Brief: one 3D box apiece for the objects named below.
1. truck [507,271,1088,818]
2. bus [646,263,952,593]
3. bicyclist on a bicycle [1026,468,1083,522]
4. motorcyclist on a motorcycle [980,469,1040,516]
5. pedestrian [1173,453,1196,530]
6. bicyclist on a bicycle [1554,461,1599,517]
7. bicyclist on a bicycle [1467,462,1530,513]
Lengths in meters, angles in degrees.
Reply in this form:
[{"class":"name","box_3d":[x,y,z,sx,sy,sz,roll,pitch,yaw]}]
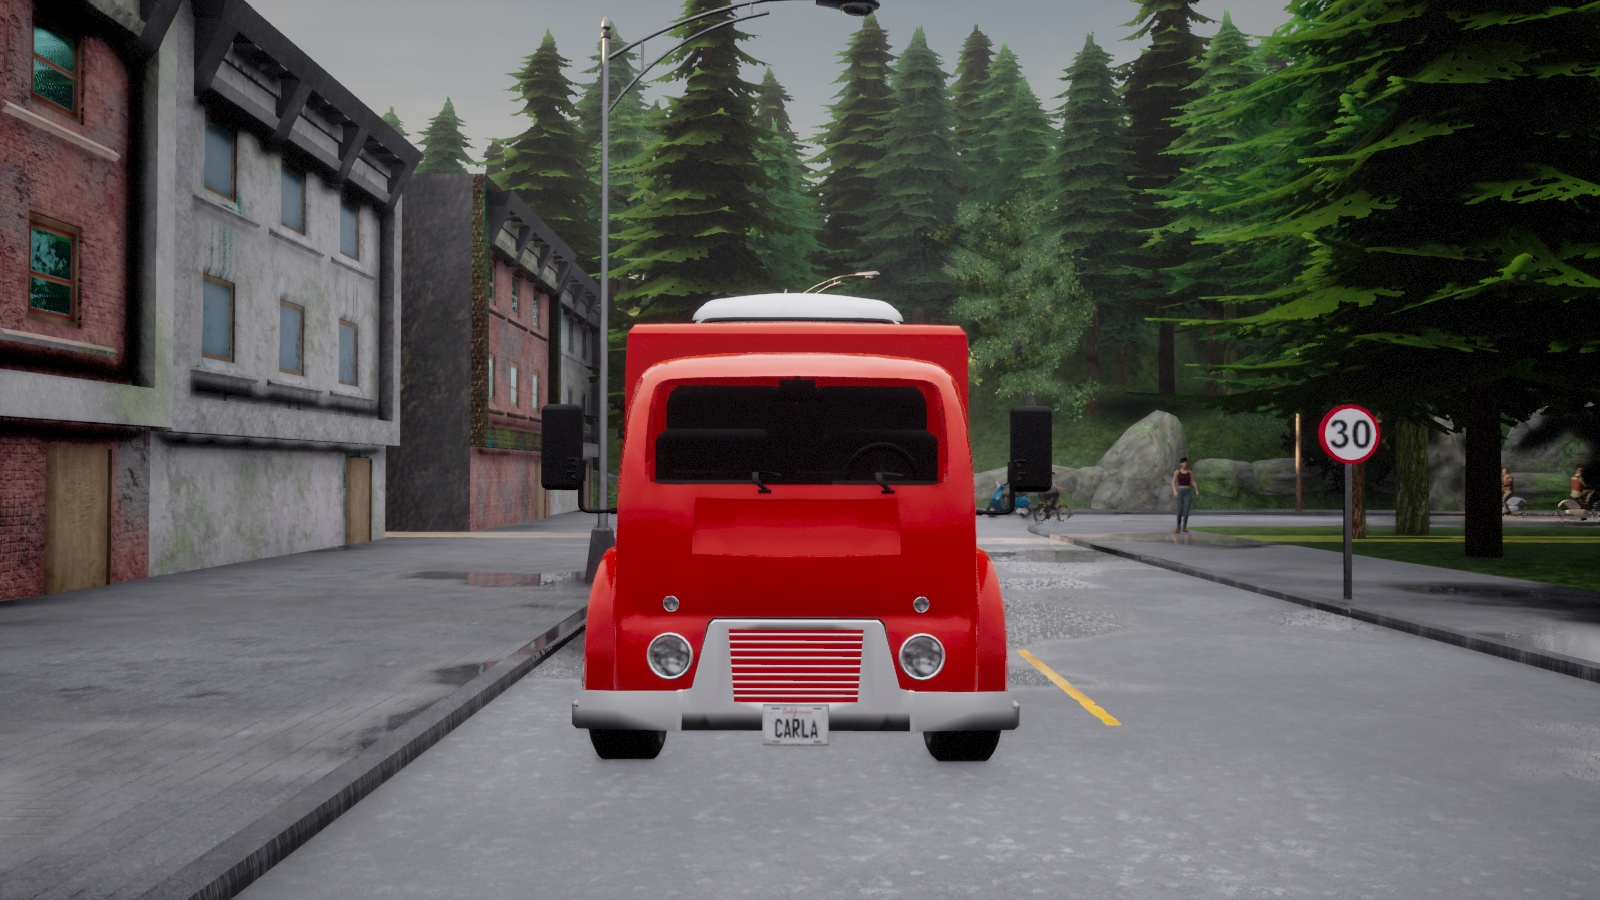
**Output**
[{"class":"truck","box_3d":[-0.024,0.467,8.306,2.627,2.467,5.204,0,-1,0]},{"class":"bus","box_3d":[-0.092,-0.203,21.375,3.944,4.253,10.273,0,-1,-1]},{"class":"bicyclist on a bicycle","box_3d":[7.844,1.370,38.749,1.509,1.612,0.866,0,1,-31]},{"class":"motorcyclist on a motorcycle","box_3d":[7.182,1.461,43.001,1.817,1.590,0.866,1,-1,-21]},{"class":"pedestrian","box_3d":[9.238,0.993,30.180,0.345,1.836,0.594,0,-1,1]},{"class":"bicyclist on a bicycle","box_3d":[25.382,1.260,40.375,1.843,1.776,0.659,0,-1,-1]},{"class":"bicyclist on a bicycle","box_3d":[24.668,1.330,44.372,1.843,1.776,0.659,0,-1,0]}]
